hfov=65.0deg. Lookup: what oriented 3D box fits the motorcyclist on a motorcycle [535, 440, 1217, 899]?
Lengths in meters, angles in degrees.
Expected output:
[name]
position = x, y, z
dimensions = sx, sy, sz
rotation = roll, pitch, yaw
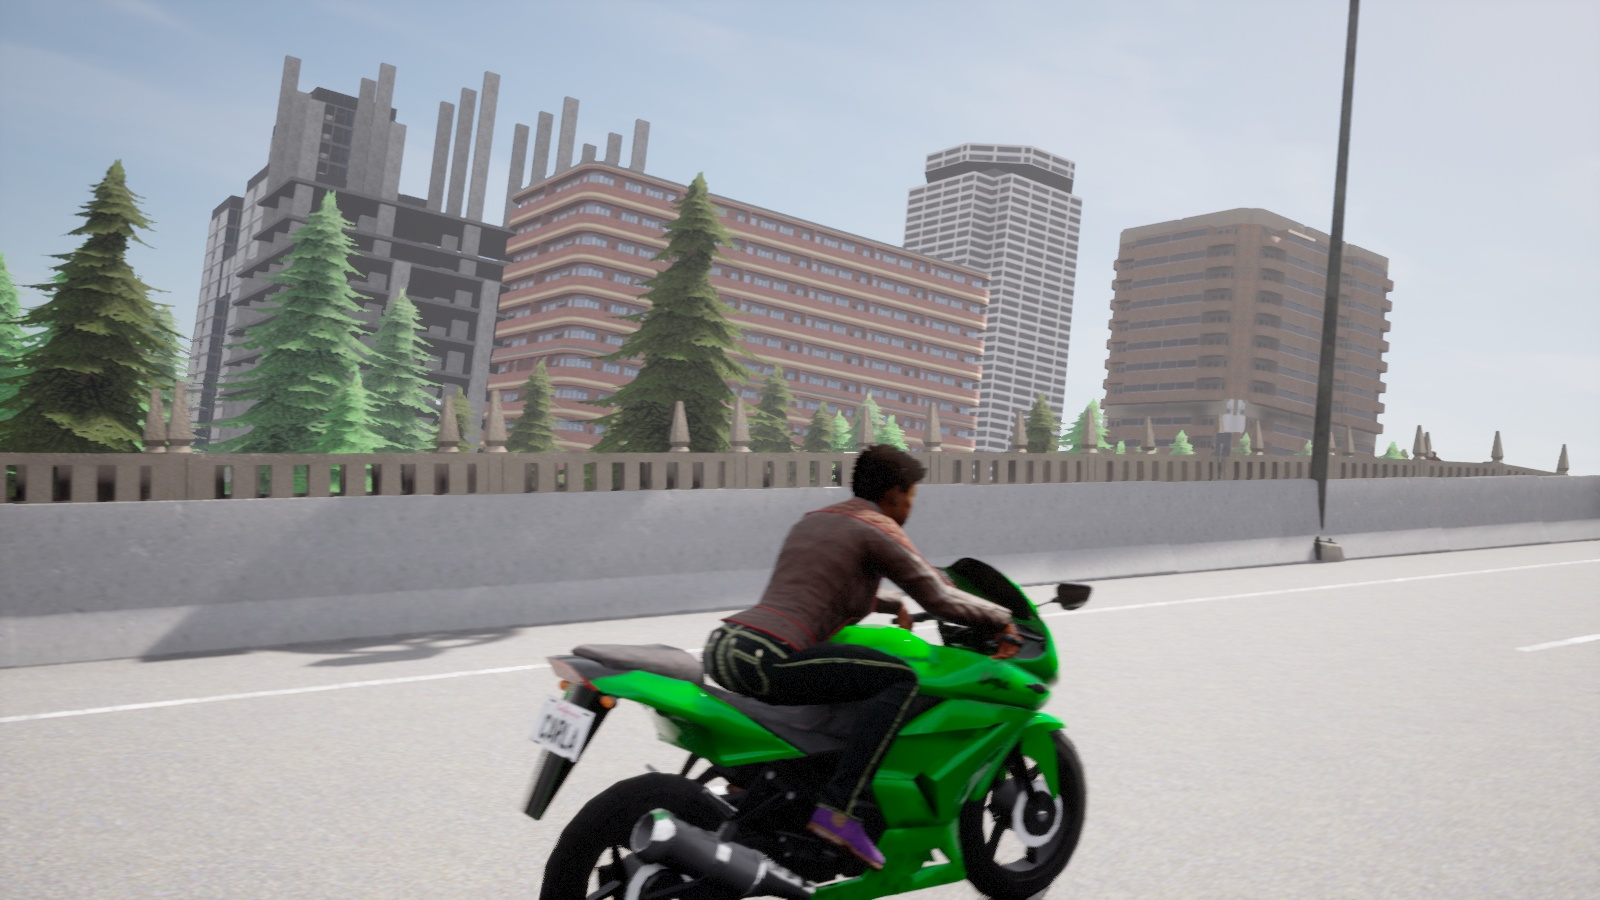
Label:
[motorcyclist on a motorcycle]
position = 0.305, 0.744, 3.871
dimensions = 2.044, 1.523, 0.797
rotation = 0, 0, -35
